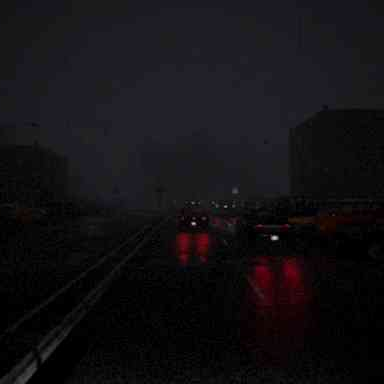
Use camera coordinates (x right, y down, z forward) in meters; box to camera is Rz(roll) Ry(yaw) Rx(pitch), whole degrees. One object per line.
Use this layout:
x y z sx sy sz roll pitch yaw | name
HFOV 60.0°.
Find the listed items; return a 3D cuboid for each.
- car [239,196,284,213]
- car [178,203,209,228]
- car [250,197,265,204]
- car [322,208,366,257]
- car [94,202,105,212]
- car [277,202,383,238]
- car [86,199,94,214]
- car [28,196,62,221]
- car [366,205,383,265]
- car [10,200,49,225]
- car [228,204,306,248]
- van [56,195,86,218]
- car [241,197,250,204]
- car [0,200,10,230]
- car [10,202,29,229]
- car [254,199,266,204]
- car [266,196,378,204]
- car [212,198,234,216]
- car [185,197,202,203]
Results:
7.599 1.378 36.652 4.553 1.767 2.185 0 0 0 | car
0.096 1.627 22.264 1.895 1.301 4.718 0 0 0 | car
7.601 1.387 28.376 4.553 1.767 2.185 0 0 0 | car
7.642 1.488 11.828 5.008 1.535 2.097 0 0 0 | car
-12.492 1.533 38.488 4.792 1.488 2.163 0 0 0 | car
7.450 1.494 17.342 5.366 1.575 1.946 0 0 0 | car
-12.556 1.396 33.053 4.553 1.767 2.185 0 0 0 | car
-12.560 1.393 24.709 4.553 1.767 2.185 0 0 0 | car
7.669 1.358 9.070 4.553 1.767 2.185 0 0 0 | car
-12.525 1.511 21.804 5.008 1.535 2.097 0 0 0 | car
3.097 1.504 14.880 2.128 1.511 4.902 0 0 0 | car
-12.409 1.300 30.145 4.442 1.987 1.878 0 0 0 | van
7.637 1.510 33.889 5.008 1.535 2.097 0 0 0 | car
-12.563 1.247 16.372 5.566 2.045 2.435 0 0 0 | car
-12.538 1.506 19.150 4.892 1.521 2.231 0 0 0 | car
7.640 1.513 25.614 4.892 1.521 2.231 0 0 0 | car
7.663 1.251 20.100 5.566 2.045 2.435 0 0 0 | car
3.114 1.387 33.000 2.097 1.767 4.553 0 0 0 | car
0.157 1.360 42.257 2.097 1.767 4.553 0 0 1 | car
